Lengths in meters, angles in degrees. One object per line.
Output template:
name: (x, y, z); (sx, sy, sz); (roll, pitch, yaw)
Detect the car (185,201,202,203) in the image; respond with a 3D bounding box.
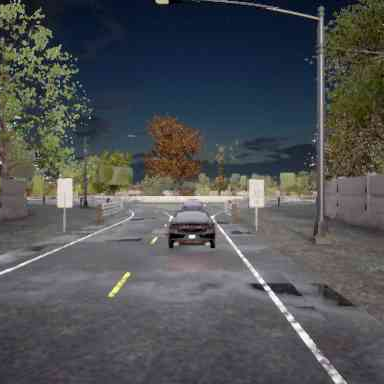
car: (0.143, 1.492, 29.518); (1.882, 1.535, 5.008); (0, 0, 4)

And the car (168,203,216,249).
car: (0.000, 1.487, 14.659); (1.882, 1.535, 5.008); (0, 0, 0)
